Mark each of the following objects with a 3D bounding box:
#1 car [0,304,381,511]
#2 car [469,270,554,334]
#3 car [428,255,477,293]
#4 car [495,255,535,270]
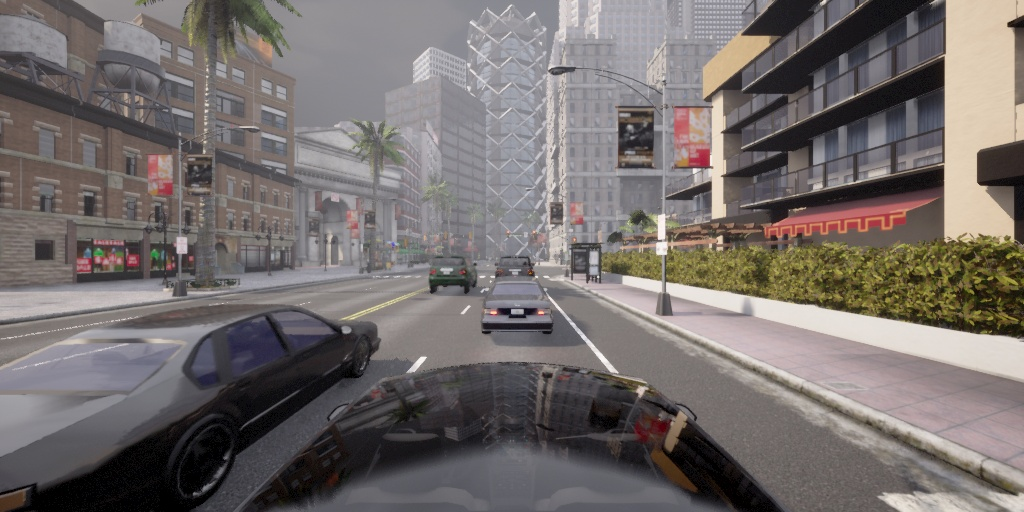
[{"bbox_3d":[-3.358,1.298,4.233,2.033,1.411,5.357,0,0,0],"label":"car"},{"bbox_3d":[0.129,1.297,10.568,2.033,1.411,5.357,0,0,0],"label":"car"},{"bbox_3d":[-3.332,0.969,21.004,2.150,2.045,5.566,0,0,0],"label":"car"},{"bbox_3d":[0.166,0.971,20.820,2.150,2.045,5.566,0,0,0],"label":"car"}]
